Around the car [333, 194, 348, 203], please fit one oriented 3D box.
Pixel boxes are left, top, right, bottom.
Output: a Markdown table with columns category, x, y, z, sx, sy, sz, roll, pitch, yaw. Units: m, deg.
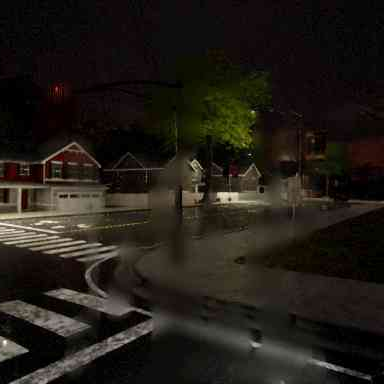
| category | x | y | z | sx | sy | sz | roll | pitch | yaw |
| --- | --- | --- | --- | --- | --- | --- | --- | --- | --- |
| car | 28.010 | 1.206 | 62.723 | 2.128 | 1.511 | 4.902 | 1 | 0 | 36 |

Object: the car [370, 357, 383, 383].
| category | x | y | z | sx | sy | sz | roll | pitch | yaw |
| --- | --- | --- | --- | --- | --- | --- | --- | --- | --- |
| car | 3.361 | 1.506 | 1.283 | 4.892 | 1.490 | 1.837 | 0 | 0 | 35 |
